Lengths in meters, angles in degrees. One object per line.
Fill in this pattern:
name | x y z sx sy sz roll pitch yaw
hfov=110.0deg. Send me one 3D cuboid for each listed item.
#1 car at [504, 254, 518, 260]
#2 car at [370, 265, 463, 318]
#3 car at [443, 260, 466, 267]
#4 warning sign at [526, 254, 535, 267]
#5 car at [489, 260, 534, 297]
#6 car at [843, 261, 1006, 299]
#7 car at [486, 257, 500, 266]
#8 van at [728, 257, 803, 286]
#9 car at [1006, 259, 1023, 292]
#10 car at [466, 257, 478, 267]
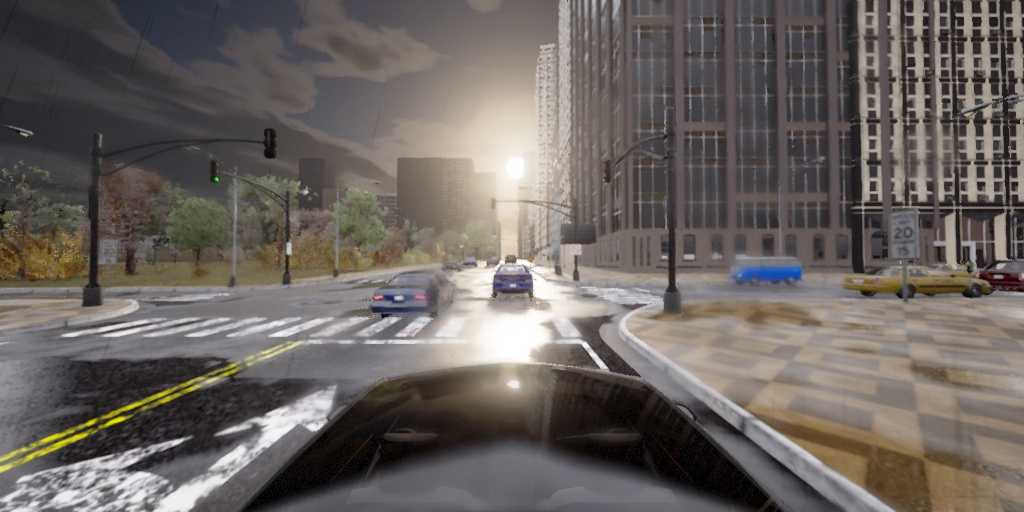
car | -0.214 0.706 62.922 2.150 2.045 5.566 0 0 0
car | -3.200 1.229 12.678 2.033 1.411 5.357 0 0 0
car | -6.726 1.107 40.695 1.994 1.385 4.181 0 0 0
warning sign | 2.678 0.620 51.401 1.300 1.860 1.060 0 0 0
car | 0.041 1.128 18.031 1.882 1.535 5.008 0 0 0
car | 16.284 0.972 14.491 4.829 1.417 1.751 0 0 -1
car | -3.465 0.976 63.266 2.128 1.511 4.902 0 0 0
van | 15.875 0.959 22.509 3.998 1.789 1.690 0 0 -1
car | 21.698 0.856 14.576 4.097 1.591 1.967 0 0 -1
car | -6.758 0.970 58.772 1.882 1.535 5.008 0 0 0
